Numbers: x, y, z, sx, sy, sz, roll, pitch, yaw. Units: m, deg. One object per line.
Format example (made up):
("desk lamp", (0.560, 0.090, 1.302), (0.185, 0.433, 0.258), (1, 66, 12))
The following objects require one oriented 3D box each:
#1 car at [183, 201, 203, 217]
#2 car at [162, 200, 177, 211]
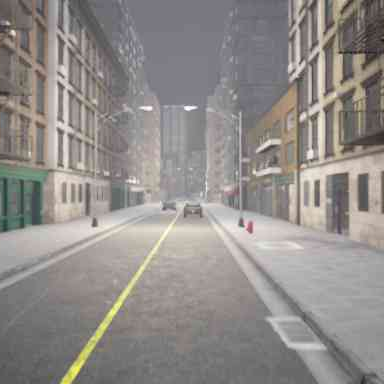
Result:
("car", (0.098, 1.710, 34.103), (2.128, 1.511, 4.902), (0, 0, 0))
("car", (-3.036, 1.854, 45.733), (2.033, 1.411, 5.357), (0, 0, 1))
